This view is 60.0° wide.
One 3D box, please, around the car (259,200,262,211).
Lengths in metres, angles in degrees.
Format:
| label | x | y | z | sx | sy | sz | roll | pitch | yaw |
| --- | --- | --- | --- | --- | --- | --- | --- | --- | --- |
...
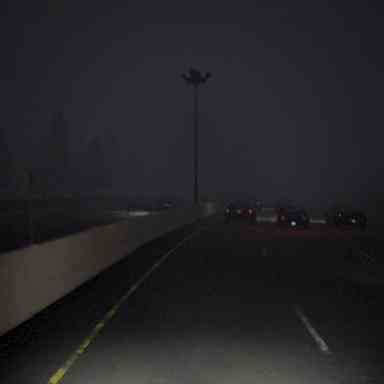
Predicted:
| label | x | y | z | sx | sy | sz | roll | pitch | yaw |
| --- | --- | --- | --- | --- | --- | --- | --- | --- | --- |
| car | 7.504 | 1.383 | 41.109 | 2.097 | 1.767 | 4.553 | 0 | 0 | 13 |

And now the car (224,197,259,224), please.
| label | x | y | z | sx | sy | sz | roll | pitch | yaw |
| --- | --- | --- | --- | --- | --- | --- | --- | --- | --- |
| car | 3.676 | 1.370 | 24.799 | 2.097 | 1.767 | 4.553 | 0 | 0 | 13 |

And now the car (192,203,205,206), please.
| label | x | y | z | sx | sy | sz | roll | pitch | yaw |
| --- | --- | --- | --- | --- | --- | --- | --- | --- | --- |
| car | 1.141 | 1.495 | 45.424 | 1.882 | 1.535 | 5.008 | 0 | 0 | 14 |

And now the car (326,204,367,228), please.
| label | x | y | z | sx | sy | sz | roll | pitch | yaw |
| --- | --- | --- | --- | --- | --- | --- | --- | --- | --- |
| car | 10.255 | 1.558 | 22.301 | 1.812 | 1.442 | 4.674 | 0 | 0 | 13 |

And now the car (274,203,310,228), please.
| label | x | y | z | sx | sy | sz | roll | pitch | yaw |
| --- | --- | --- | --- | --- | --- | --- | --- | --- | --- |
| car | 6.670 | 1.625 | 22.373 | 1.895 | 1.301 | 4.718 | 0 | 0 | 13 |

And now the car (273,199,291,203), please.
| label | x | y | z | sx | sy | sz | roll | pitch | yaw |
| --- | --- | --- | --- | --- | --- | --- | --- | --- | --- |
| car | 10.766 | 1.517 | 39.707 | 1.882 | 1.535 | 5.008 | 0 | 0 | 13 |
